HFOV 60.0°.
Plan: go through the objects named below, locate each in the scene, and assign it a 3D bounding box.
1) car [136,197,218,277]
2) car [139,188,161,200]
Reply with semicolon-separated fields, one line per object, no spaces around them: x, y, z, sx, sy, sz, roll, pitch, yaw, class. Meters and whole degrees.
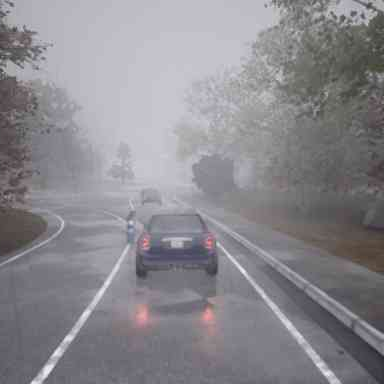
-0.518;1.243;10.234;2.097;1.767;4.553;0;1;-4;car
-3.928;0.332;31.481;2.033;1.411;5.357;-1;5;-11;car
